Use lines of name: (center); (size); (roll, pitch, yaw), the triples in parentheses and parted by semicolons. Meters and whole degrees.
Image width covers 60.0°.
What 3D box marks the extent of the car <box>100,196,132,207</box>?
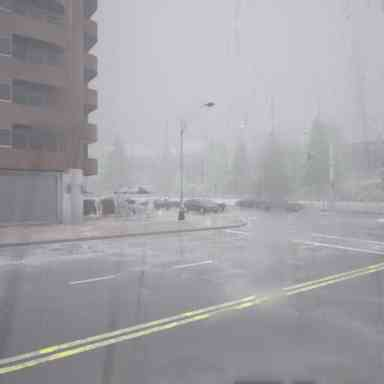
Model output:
car: (-11.482, 1.430, 49.090); (4.902, 1.511, 2.128); (0, 0, 34)

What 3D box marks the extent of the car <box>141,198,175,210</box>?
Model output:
car: (-4.532, 1.539, 41.815); (1.895, 1.301, 4.718); (0, 0, -37)

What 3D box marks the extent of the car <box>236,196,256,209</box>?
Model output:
car: (7.799, 1.286, 43.053); (2.097, 1.767, 4.553); (0, 0, -35)

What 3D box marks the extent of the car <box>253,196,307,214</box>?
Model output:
car: (9.348, 1.483, 34.769); (2.033, 1.411, 5.357); (0, 0, -35)

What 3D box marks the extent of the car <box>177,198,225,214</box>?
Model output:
car: (0.842, 1.443, 34.296); (1.837, 1.490, 4.892); (0, 0, -35)

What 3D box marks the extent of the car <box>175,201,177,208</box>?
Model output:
car: (-3.618, 1.538, 46.229); (1.895, 1.301, 4.718); (0, 0, -40)

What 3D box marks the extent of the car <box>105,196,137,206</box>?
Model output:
car: (-11.356, 1.429, 53.171); (4.902, 1.511, 2.128); (0, 0, 29)
